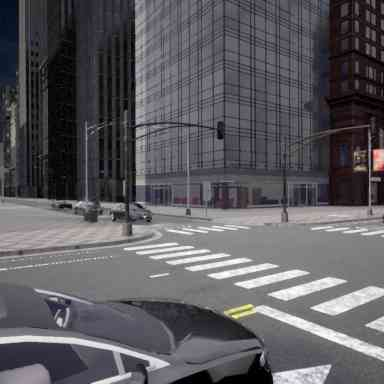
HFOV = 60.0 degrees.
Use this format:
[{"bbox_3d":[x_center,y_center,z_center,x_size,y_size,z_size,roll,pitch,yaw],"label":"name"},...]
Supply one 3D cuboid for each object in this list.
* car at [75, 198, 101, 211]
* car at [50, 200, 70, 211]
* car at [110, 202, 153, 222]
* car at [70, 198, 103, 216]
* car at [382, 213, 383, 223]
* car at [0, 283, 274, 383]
[{"bbox_3d":[-13.783,1.581,44.023,1.837,1.490,4.892,0,0,-35],"label":"car"},{"bbox_3d":[-16.750,1.697,42.692,1.895,1.301,4.718,0,0,-35],"label":"car"},{"bbox_3d":[-4.789,1.554,25.796,1.837,1.490,4.892,0,0,-35],"label":"car"},{"bbox_3d":[-10.728,1.597,34.185,1.812,1.442,4.674,0,0,-35],"label":"car"},{"bbox_3d":[14.785,1.357,22.382,4.553,1.767,2.097,0,0,-36],"label":"car"},{"bbox_3d":[-1.464,1.491,2.395,4.902,1.511,2.128,0,0,-36],"label":"car"}]
